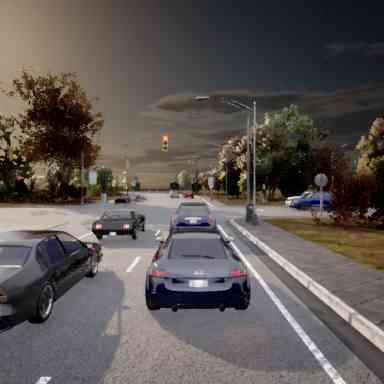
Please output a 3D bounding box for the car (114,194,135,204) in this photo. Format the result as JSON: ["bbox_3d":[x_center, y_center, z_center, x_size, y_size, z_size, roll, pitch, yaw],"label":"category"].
[{"bbox_3d":[-10.789,1.269,52.201,1.895,1.301,4.718,0,0,0],"label":"car"}]

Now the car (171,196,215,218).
[{"bbox_3d":[0.044,1.271,16.389,2.097,1.767,4.553,0,0,0],"label":"car"}]

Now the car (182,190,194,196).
[{"bbox_3d":[-0.772,0.566,83.475,2.150,2.045,5.566,0,1,-4],"label":"car"}]

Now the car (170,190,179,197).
[{"bbox_3d":[-4.320,0.886,84.154,1.994,1.385,4.181,0,1,-4],"label":"car"}]

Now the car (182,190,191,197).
[{"bbox_3d":[-1.589,0.393,94.123,2.097,1.767,4.553,0,1,-7],"label":"car"}]

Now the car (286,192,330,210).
[{"bbox_3d":[14.021,0.993,37.455,5.566,2.045,2.150,0,0,-3],"label":"car"}]

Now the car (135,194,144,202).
[{"bbox_3d":[-10.800,1.089,61.303,2.128,1.511,4.902,0,0,0],"label":"car"}]

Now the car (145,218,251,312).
[{"bbox_3d":[0.081,1.541,7.755,1.994,1.385,4.181,0,0,-1],"label":"car"}]

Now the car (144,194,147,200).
[{"bbox_3d":[-10.842,1.095,71.260,1.895,1.301,4.718,0,1,-1],"label":"car"}]

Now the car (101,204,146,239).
[{"bbox_3d":[-3.477,1.518,16.711,1.895,1.301,4.718,0,0,-1],"label":"car"}]

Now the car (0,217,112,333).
[{"bbox_3d":[-3.417,1.528,7.067,2.033,1.411,5.357,0,0,-1],"label":"car"}]
